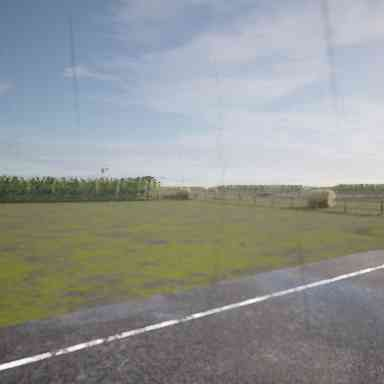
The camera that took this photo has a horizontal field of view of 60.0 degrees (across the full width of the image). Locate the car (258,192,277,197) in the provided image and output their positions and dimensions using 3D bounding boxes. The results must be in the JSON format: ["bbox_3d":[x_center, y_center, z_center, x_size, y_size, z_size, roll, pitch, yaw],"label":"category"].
[{"bbox_3d":[17.942,0.574,79.321,1.895,1.301,4.718,1,0,-33],"label":"car"}]
